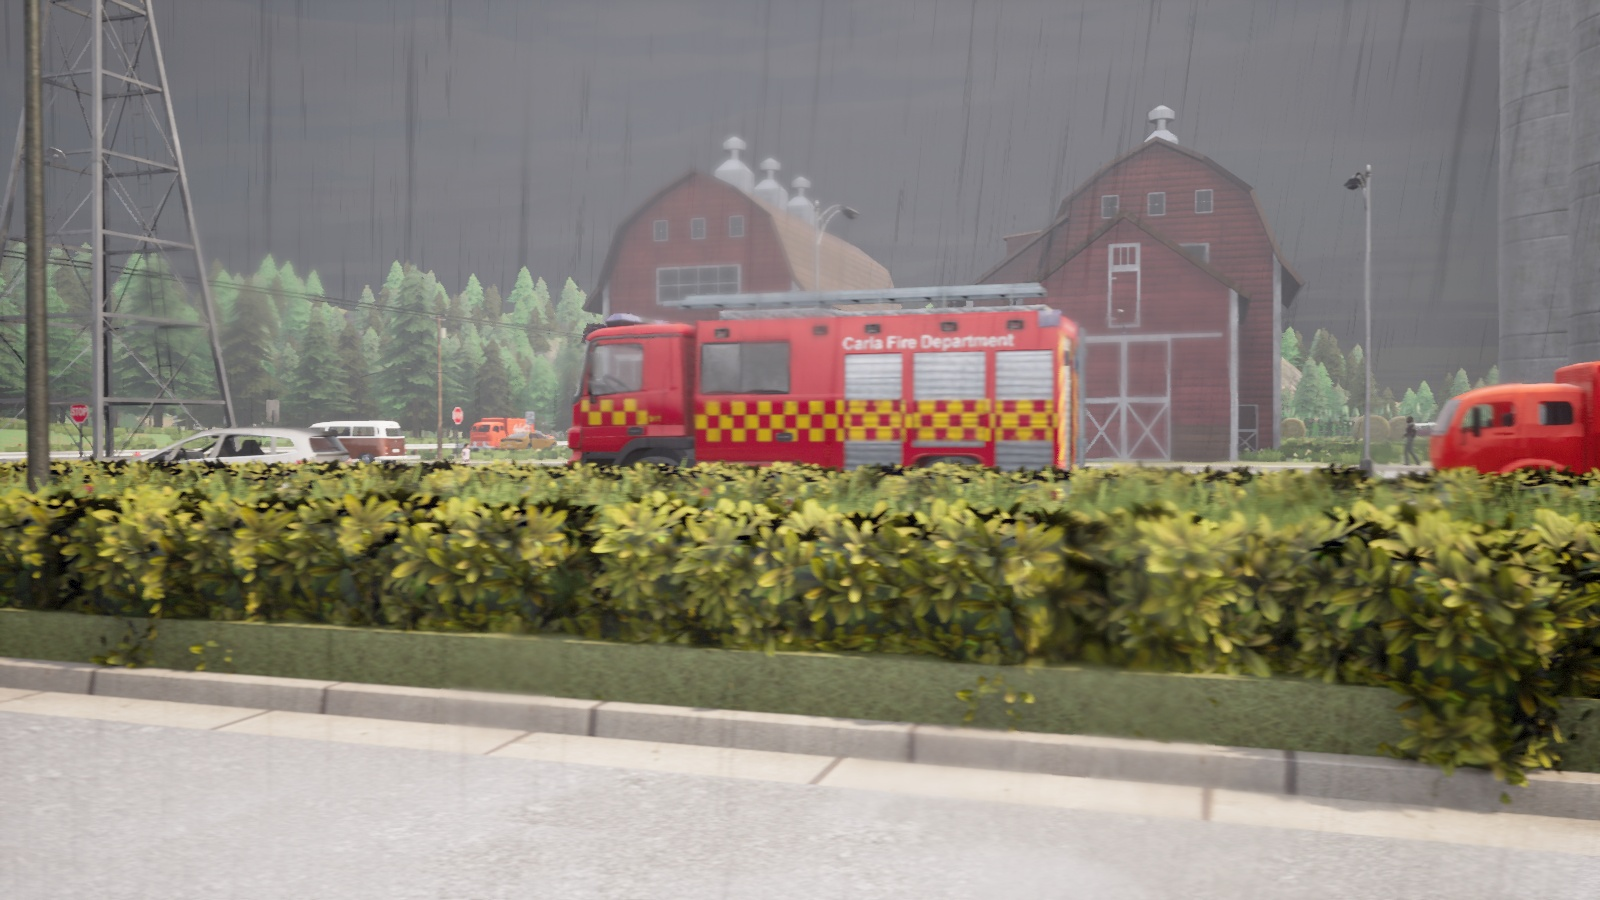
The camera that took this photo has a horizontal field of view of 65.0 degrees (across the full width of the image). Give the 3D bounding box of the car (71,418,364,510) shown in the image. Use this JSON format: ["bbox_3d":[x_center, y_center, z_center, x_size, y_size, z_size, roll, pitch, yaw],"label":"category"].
[{"bbox_3d":[-11.132,0.241,24.236,4.611,1.667,2.242,0,1,3],"label":"car"}]

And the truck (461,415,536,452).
[{"bbox_3d":[-20.805,-1.130,86.863,2.627,2.467,5.204,1,1,19],"label":"truck"}]

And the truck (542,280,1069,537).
[{"bbox_3d":[0.096,-0.680,21.379,8.468,3.827,2.891,1,1,18],"label":"truck"}]

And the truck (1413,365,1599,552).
[{"bbox_3d":[11.642,0.084,17.581,5.204,2.467,2.627,-1,1,19],"label":"truck"}]

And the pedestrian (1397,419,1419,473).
[{"bbox_3d":[21.938,-0.162,45.334,0.666,1.930,0.402,1,1,19],"label":"pedestrian"}]

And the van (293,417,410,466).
[{"bbox_3d":[-19.634,-0.401,54.973,4.480,2.038,2.069,1,1,18],"label":"van"}]

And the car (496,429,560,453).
[{"bbox_3d":[-18.116,-0.608,83.926,1.882,1.535,5.008,1,1,19],"label":"car"}]
